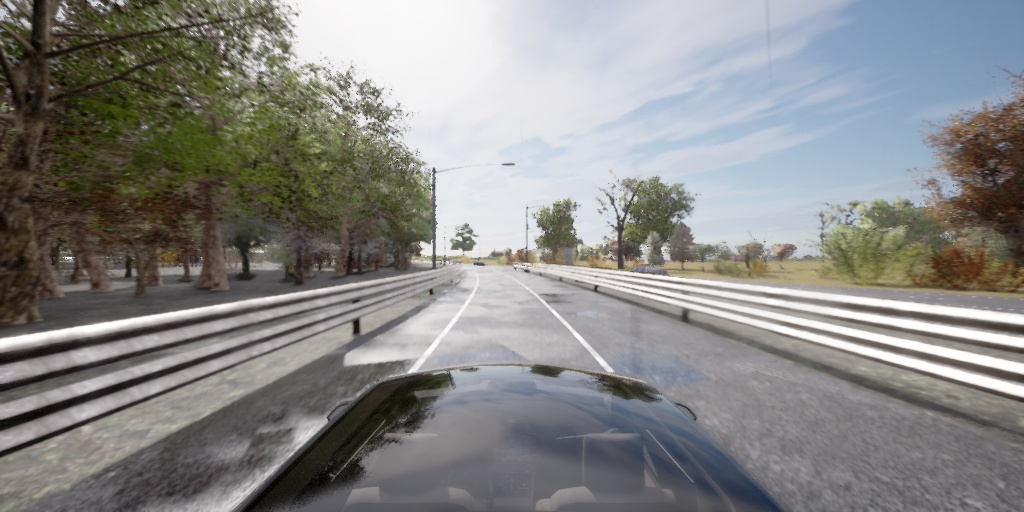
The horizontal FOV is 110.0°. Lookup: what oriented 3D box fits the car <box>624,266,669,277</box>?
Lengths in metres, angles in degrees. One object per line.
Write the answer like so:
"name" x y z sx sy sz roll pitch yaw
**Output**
"car" 14.628 1.823 39.462 2.033 1.411 5.357 0 0 -23
